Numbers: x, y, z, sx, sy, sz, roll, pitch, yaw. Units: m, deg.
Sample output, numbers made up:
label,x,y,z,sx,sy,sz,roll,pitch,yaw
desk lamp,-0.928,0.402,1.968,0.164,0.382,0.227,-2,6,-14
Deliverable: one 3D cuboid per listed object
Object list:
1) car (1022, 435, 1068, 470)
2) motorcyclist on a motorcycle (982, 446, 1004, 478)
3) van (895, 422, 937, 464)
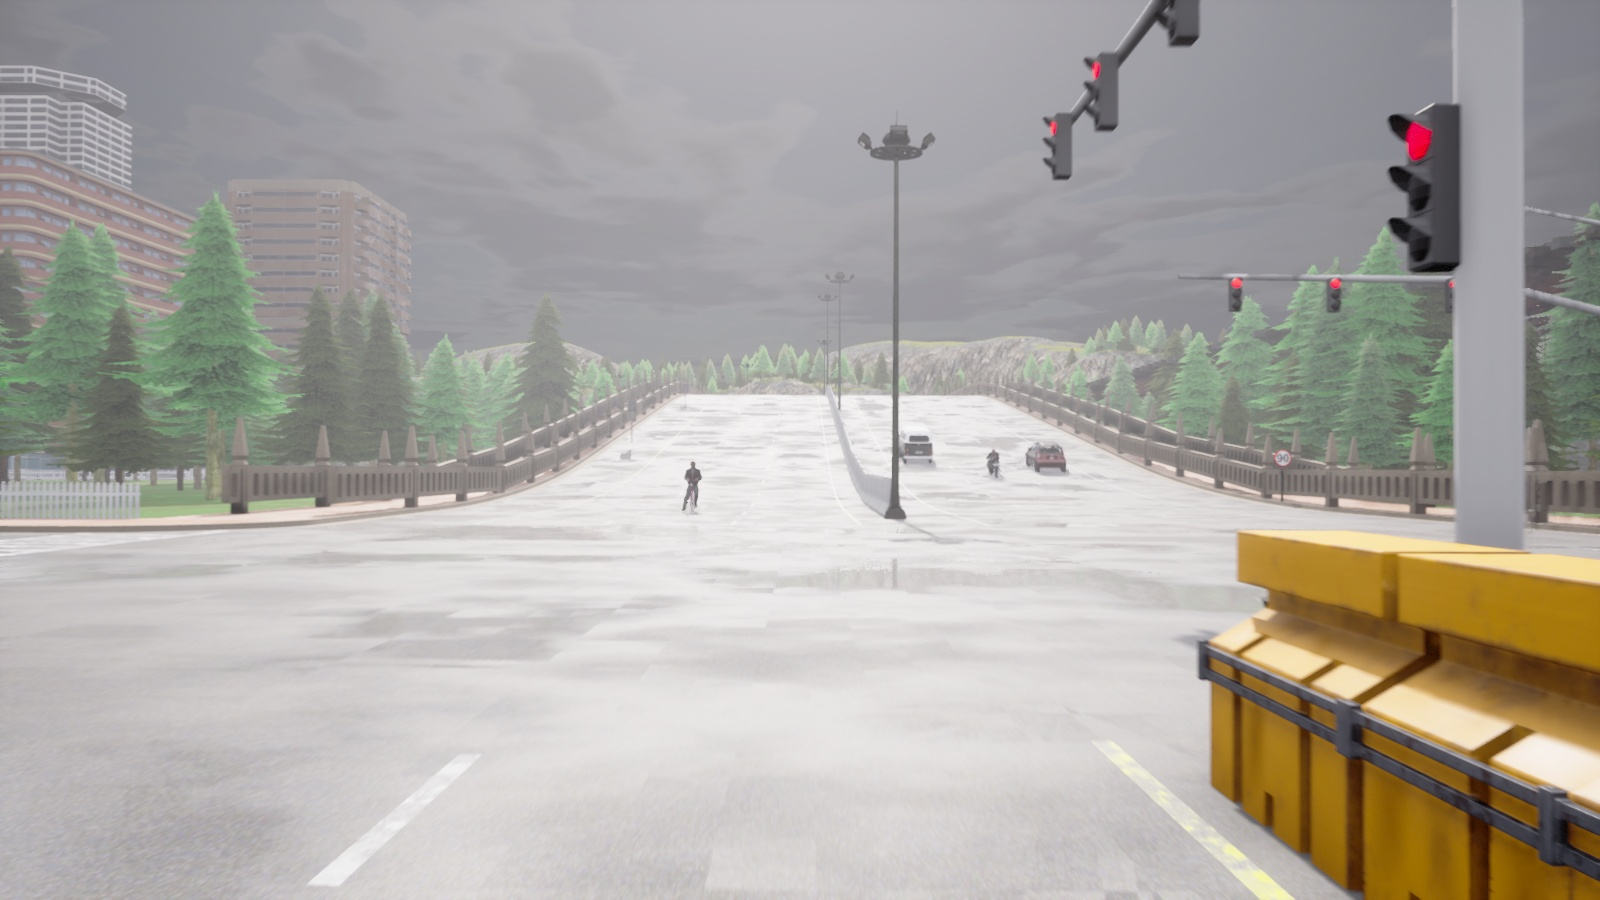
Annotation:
label,x,y,z,sx,sy,sz,roll,pitch,yaw
car,13.912,0.106,71.512,1.851,1.617,3.988,0,6,0
motorcyclist on a motorcycle,10.400,0.612,67.728,0.866,1.530,2.191,0,5,0
van,6.922,-0.456,75.424,2.069,2.038,4.480,0,7,0
